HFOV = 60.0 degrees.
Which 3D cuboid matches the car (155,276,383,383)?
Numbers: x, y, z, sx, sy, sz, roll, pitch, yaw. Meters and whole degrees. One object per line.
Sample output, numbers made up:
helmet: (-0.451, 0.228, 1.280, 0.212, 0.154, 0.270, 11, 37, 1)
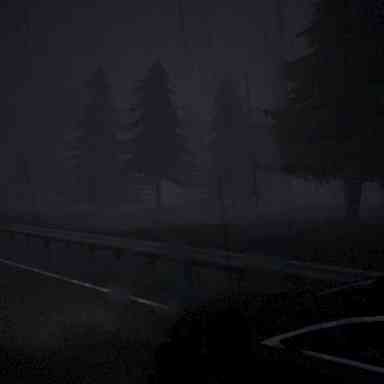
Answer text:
car: (1.863, 1.495, 2.726, 4.902, 1.511, 2.128, 0, 0, 36)
